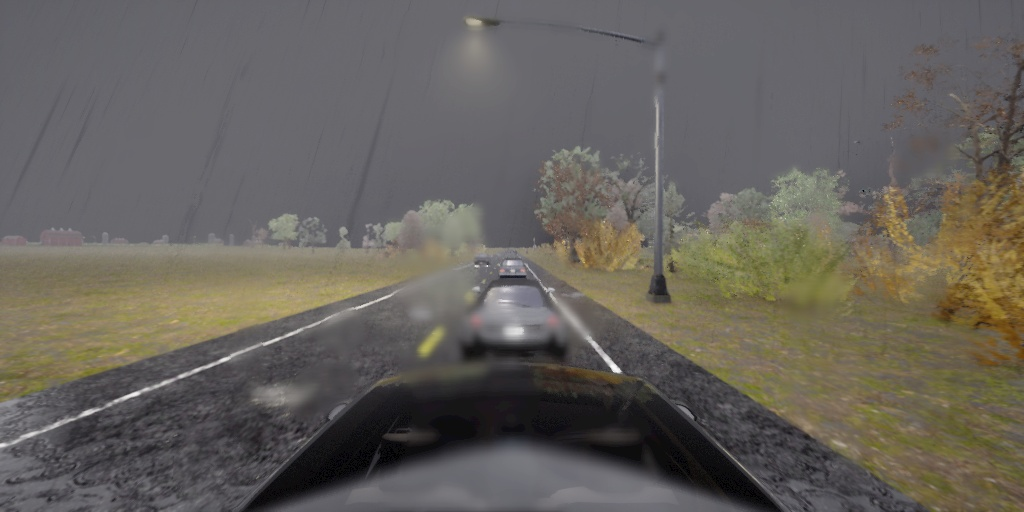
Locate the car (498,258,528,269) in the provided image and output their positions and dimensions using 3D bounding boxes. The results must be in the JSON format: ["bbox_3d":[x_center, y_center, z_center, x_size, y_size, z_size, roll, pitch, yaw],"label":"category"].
[{"bbox_3d":[0.057,0.848,23.231,2.033,1.411,5.357,0,1,0],"label":"car"}]

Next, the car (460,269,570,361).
[{"bbox_3d":[0.063,1.184,7.955,1.994,1.385,4.181,0,1,0],"label":"car"}]

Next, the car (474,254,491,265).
[{"bbox_3d":[-3.605,0.397,44.627,2.033,1.411,5.357,0,1,0],"label":"car"}]
